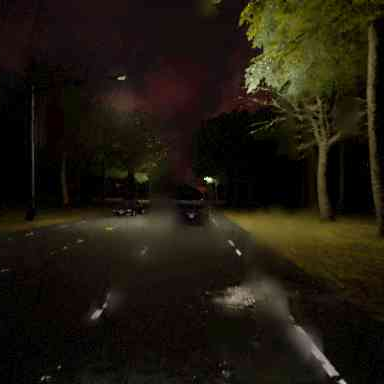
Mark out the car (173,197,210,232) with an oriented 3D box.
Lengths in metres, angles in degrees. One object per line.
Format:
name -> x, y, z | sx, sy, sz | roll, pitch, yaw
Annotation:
car -> -0.027, 1.374, 20.624 | 2.097, 1.767, 4.553 | 0, 0, 0

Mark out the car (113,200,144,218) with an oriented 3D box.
car -> -5.857, 1.561, 31.284 | 1.837, 1.490, 4.892 | 0, 0, 7
